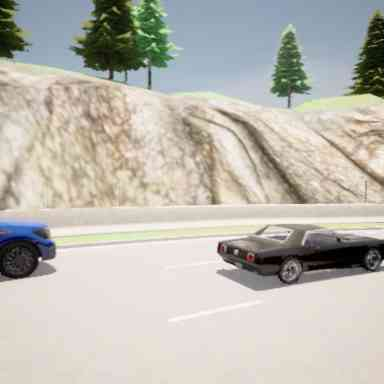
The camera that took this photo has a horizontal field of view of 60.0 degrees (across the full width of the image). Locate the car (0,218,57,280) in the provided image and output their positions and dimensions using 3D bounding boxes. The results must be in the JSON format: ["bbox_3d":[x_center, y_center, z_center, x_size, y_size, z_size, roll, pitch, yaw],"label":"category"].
[{"bbox_3d":[-6.260,1.119,7.954,5.566,2.045,2.150,0,0,-36],"label":"car"}]

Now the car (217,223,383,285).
[{"bbox_3d":[3.154,1.526,9.148,4.718,1.301,1.895,0,1,-26],"label":"car"}]
